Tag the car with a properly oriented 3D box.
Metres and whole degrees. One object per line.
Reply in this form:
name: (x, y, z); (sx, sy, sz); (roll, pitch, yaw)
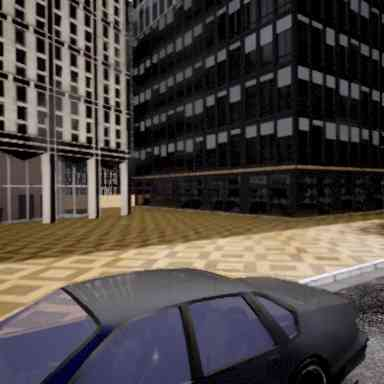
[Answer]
car: (-0.520, 1.529, 3.014); (5.357, 1.411, 2.033); (-1, 0, -35)
